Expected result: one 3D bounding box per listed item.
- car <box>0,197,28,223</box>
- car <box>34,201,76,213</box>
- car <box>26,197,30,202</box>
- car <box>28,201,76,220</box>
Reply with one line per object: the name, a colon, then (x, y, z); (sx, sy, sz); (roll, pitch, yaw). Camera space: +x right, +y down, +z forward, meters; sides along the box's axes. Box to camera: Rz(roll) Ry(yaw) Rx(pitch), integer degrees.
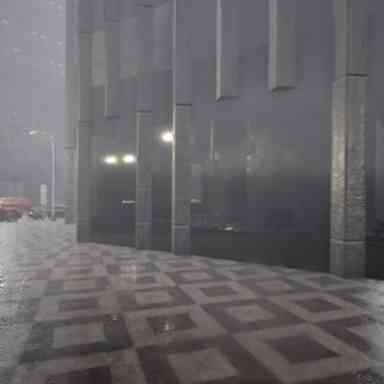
car: (-16.061, 1.562, 25.949); (2.192, 1.841, 5.009); (1, 0, 35)
car: (-16.472, 1.763, 40.095); (1.947, 1.339, 4.313); (1, 0, 35)
car: (-19.737, 1.483, 35.494); (2.192, 1.841, 5.009); (1, 0, 35)
car: (-12.796, 1.841, 30.550); (1.947, 1.339, 4.313); (0, 0, 35)
